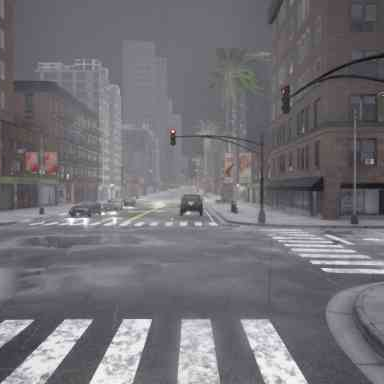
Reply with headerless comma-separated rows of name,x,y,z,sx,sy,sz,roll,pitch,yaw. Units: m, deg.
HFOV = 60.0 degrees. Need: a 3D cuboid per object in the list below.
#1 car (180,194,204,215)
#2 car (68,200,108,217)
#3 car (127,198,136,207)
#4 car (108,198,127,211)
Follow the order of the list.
car,-0.009,1.215,33.499,2.150,2.045,5.566,0,0,1
car,-9.857,1.540,31.448,2.033,1.411,5.357,0,0,0
car,-9.846,1.543,51.415,1.994,1.385,4.181,0,0,1
car,-9.860,1.590,41.419,1.895,1.301,4.718,0,0,0
